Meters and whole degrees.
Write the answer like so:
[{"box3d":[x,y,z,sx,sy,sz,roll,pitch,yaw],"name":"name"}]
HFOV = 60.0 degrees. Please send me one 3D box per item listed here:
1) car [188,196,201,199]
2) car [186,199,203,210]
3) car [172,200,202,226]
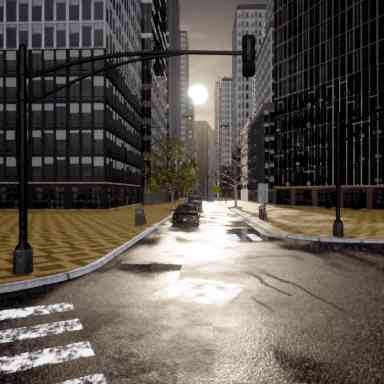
[{"box3d":[0.389,1.554,46.265,2.150,2.045,5.566,0,0,2],"name":"car"},{"box3d":[-0.011,1.777,35.613,1.812,1.442,4.674,0,0,2],"name":"car"},{"box3d":[-0.397,1.654,25.401,1.882,1.535,5.008,0,0,2],"name":"car"}]
